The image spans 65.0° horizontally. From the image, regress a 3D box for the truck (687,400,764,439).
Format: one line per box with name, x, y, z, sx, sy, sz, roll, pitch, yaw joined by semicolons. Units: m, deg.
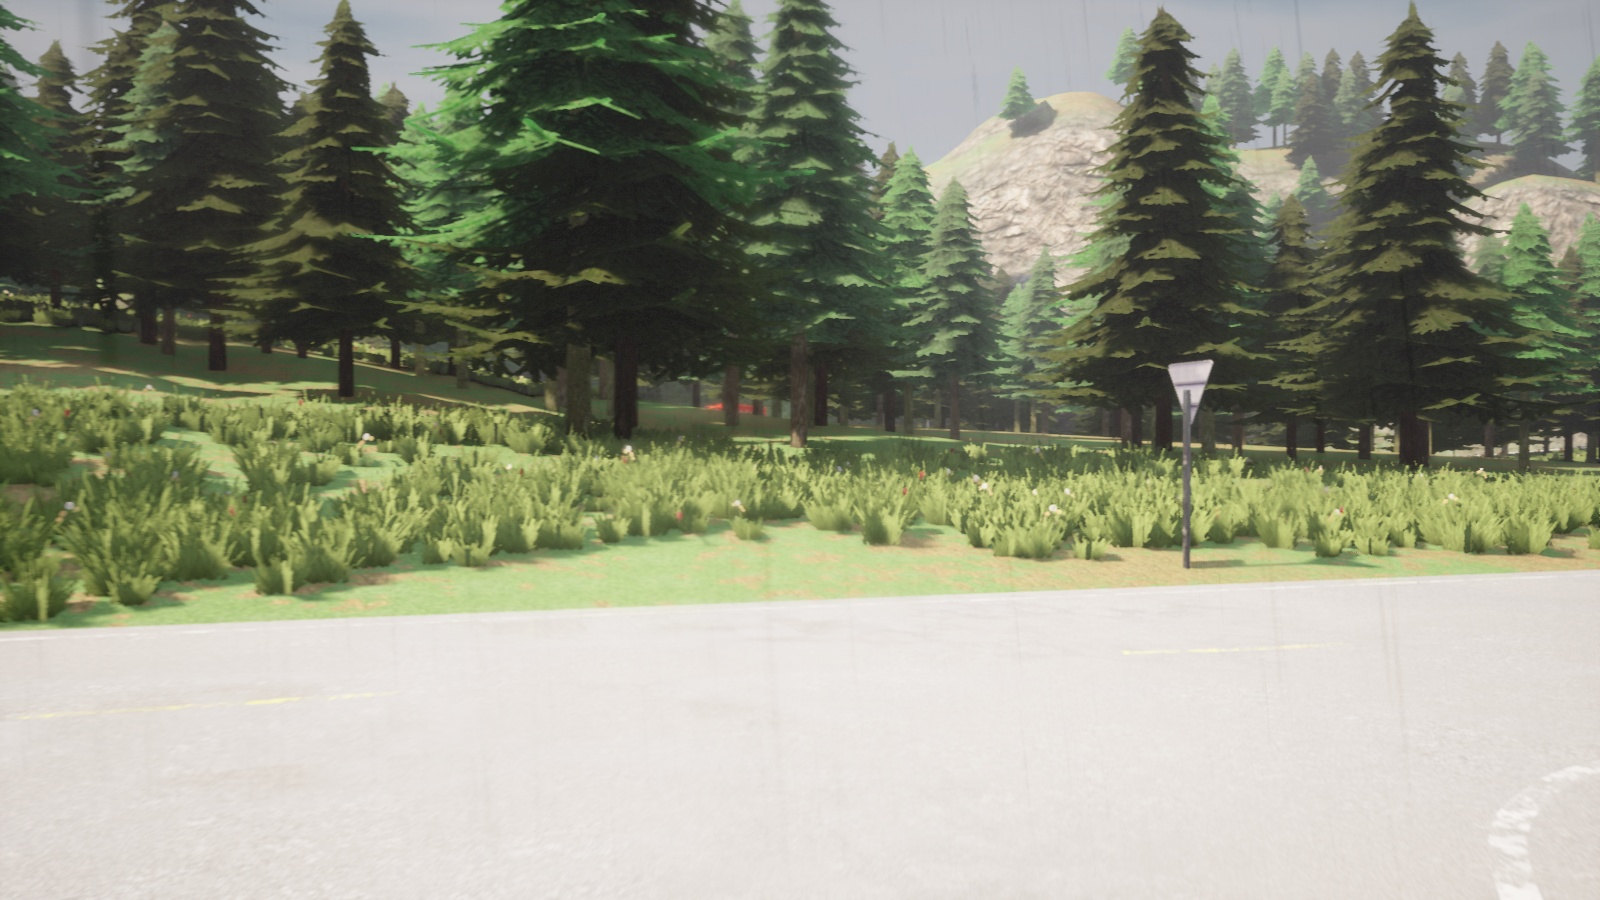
truck;-5.783;-2.355;97.645;5.204;2.467;2.627;5;-3;-32
